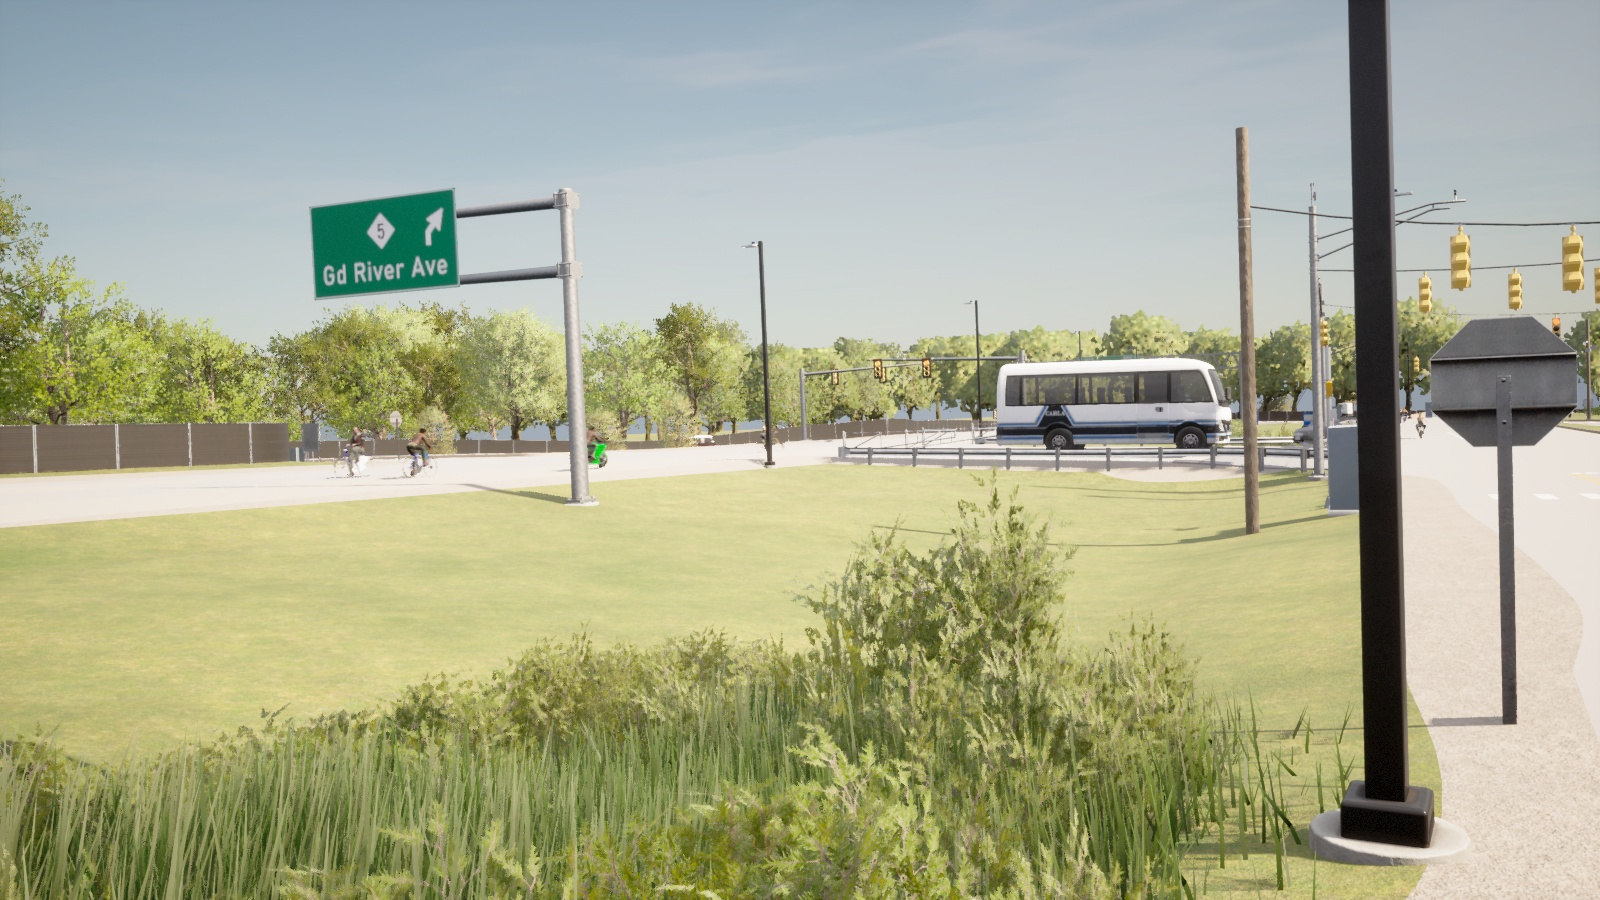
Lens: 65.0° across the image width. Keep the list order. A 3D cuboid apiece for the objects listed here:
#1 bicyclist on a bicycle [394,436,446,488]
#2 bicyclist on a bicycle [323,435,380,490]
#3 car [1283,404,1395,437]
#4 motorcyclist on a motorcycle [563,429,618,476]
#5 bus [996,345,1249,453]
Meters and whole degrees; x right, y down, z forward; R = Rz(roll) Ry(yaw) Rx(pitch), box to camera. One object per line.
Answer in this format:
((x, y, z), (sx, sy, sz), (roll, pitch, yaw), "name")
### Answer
((-12.369, 0.386, 40.953), (0.582, 1.620, 1.656), (-3, 1, 24), "bicyclist on a bicycle")
((-15.320, 0.425, 42.926), (0.659, 1.776, 1.843), (-3, 1, 24), "bicyclist on a bicycle")
((27.533, -1.506, 64.173), (4.902, 1.511, 2.128), (-2, 3, -12), "car")
((-7.270, 0.085, 43.748), (0.797, 1.523, 2.044), (-3, 1, 24), "motorcyclist on a motorcycle")
((14.372, -2.192, 56.015), (10.273, 4.253, 3.944), (-2, 2, 24), "bus")
